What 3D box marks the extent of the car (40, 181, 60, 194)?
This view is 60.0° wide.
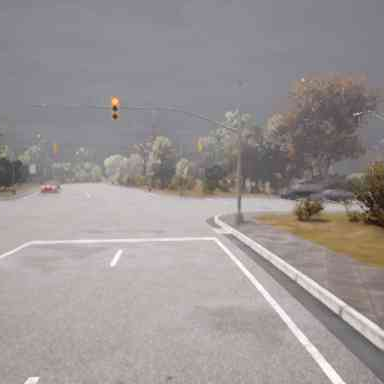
[{"bbox_3d":[-21.350,-0.740,49.670,2.097,1.767,4.553,-1,3,-19],"label":"car"}]

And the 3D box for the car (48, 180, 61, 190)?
[{"bbox_3d":[-26.881,-1.420,65.003,2.097,1.767,4.553,-1,3,-20],"label":"car"}]

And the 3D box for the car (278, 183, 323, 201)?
[{"bbox_3d":[12.917,-0.029,39.092,5.566,2.045,2.150,1,2,-17],"label":"car"}]

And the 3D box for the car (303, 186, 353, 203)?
[{"bbox_3d":[15.038,0.438,36.096,4.892,1.490,1.837,2,2,-17],"label":"car"}]
